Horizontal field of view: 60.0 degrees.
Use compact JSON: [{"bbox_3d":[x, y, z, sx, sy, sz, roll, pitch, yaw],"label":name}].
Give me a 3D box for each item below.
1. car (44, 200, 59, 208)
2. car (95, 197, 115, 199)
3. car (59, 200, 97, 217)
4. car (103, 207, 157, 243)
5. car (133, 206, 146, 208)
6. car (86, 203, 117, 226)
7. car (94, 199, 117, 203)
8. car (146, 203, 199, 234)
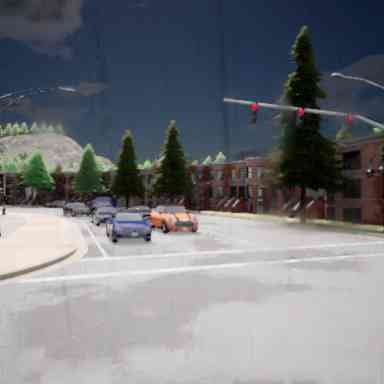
[{"bbox_3d":[-23.125,2.173,57.771,5.357,1.411,2.033,0,-1,22],"label":"car"},{"bbox_3d":[-14.188,1.824,52.394,5.566,2.045,2.150,0,-1,37],"label":"car"},{"bbox_3d":[-12.452,1.906,36.013,1.837,1.490,4.892,1,-1,-39],"label":"car"},{"bbox_3d":[-3.434,1.736,17.624,1.812,1.442,4.674,1,-1,-20],"label":"car"},{"bbox_3d":[-4.591,1.922,29.553,1.994,1.385,4.181,1,-1,-26],"label":"car"},{"bbox_3d":[-6.883,1.855,26.530,2.033,1.411,5.357,1,-1,-23],"label":"car"},{"bbox_3d":[-10.286,1.938,38.840,2.128,1.511,4.902,1,-1,-40],"label":"car"},{"bbox_3d":[-1.234,1.625,21.592,2.097,1.767,4.553,1,-1,-22],"label":"car"}]
